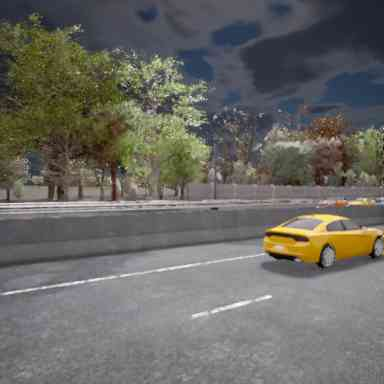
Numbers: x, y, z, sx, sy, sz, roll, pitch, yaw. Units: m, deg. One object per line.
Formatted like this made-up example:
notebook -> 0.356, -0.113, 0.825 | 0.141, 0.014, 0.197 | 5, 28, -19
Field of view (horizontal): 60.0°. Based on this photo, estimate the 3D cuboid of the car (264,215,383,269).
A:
car -> 4.644, 1.521, 11.391 | 5.008, 1.535, 1.882 | 0, 0, -35

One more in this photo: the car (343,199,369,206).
car -> 23.968, 1.696, 46.861 | 5.008, 1.535, 1.882 | 1, 0, -35

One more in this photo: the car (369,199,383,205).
car -> 26.003, 1.696, 44.016 | 5.008, 1.535, 1.882 | 1, 0, -35

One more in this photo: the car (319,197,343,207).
car -> 20.689, 1.563, 48.793 | 4.553, 1.767, 2.097 | 0, 0, -36
